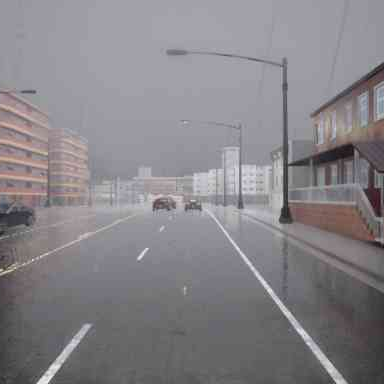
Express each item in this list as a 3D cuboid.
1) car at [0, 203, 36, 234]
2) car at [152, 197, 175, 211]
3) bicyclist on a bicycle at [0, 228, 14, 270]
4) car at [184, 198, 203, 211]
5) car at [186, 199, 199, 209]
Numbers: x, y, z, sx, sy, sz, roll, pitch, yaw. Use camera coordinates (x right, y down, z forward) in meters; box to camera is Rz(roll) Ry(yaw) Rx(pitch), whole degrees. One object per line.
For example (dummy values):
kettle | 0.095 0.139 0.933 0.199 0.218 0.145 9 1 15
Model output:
car | -10.559 1.373 18.602 2.128 1.511 4.902 0 0 0
car | -3.428 1.404 38.635 1.882 1.535 5.008 0 -1 1
bicyclist on a bicycle | -5.902 1.434 9.468 1.656 1.620 0.582 -2 0 0
car | 0.132 1.440 37.900 1.812 1.442 4.674 0 -1 0
car | 0.070 1.690 48.068 1.812 1.442 4.674 0 -2 1
